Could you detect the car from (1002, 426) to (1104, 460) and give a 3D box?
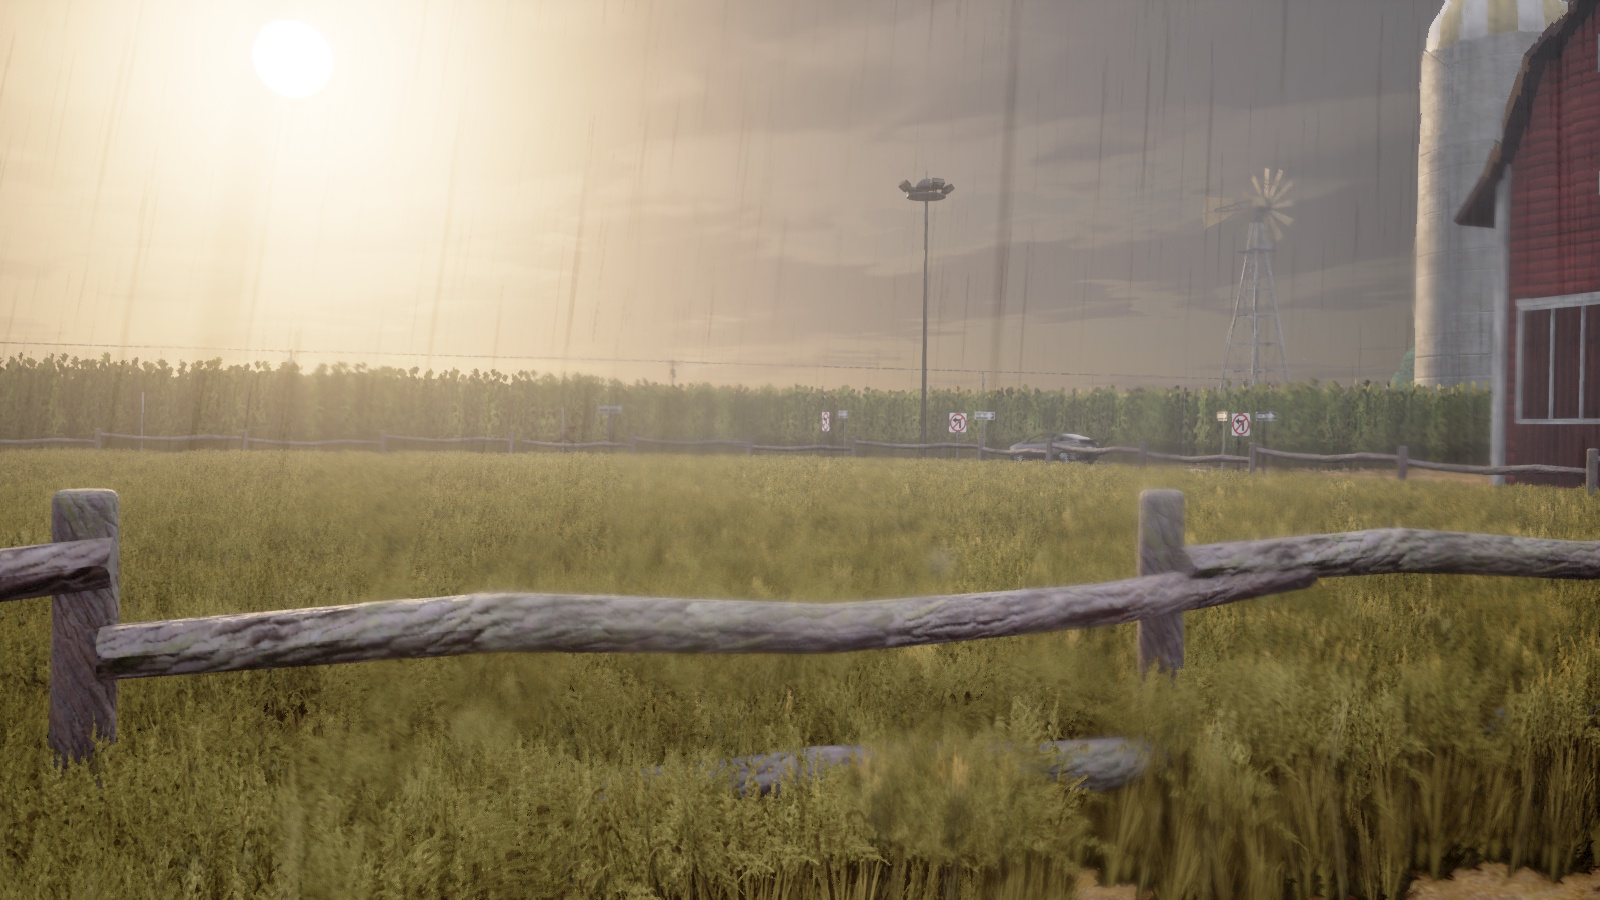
[{"bbox_3d":[11.969,-0.355,59.635,2.007,1.525,4.514,-1,1,-39],"label":"car"}]
